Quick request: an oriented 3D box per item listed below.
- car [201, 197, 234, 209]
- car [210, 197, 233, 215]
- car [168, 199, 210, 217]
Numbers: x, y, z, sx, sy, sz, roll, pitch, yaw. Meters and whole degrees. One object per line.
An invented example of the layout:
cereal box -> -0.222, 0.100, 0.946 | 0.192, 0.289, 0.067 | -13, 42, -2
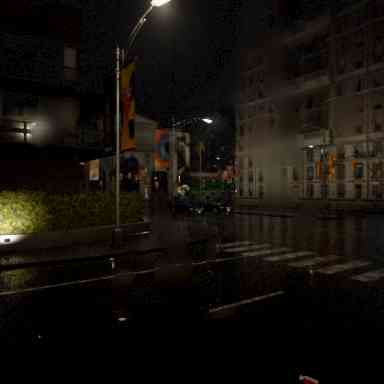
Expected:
car -> 3.515, 1.477, 46.458 | 1.882, 1.535, 5.008 | 0, 0, -35
car -> 2.136, 1.491, 34.211 | 2.128, 1.511, 4.902 | 0, 0, -35
car -> -0.655, 1.526, 32.093 | 1.812, 1.442, 4.674 | 0, 0, -35
